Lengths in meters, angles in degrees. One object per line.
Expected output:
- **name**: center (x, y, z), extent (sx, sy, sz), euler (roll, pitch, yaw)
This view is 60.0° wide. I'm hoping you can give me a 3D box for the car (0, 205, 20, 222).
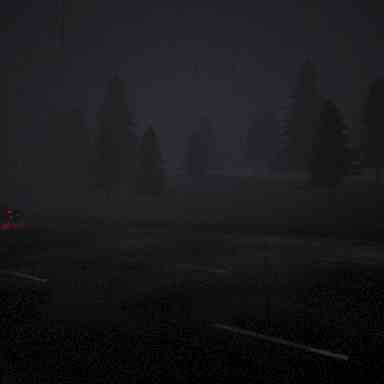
- **car**: center (-16.876, 1.875, 28.928), extent (4.902, 1.511, 2.128), euler (-1, -1, 35)
